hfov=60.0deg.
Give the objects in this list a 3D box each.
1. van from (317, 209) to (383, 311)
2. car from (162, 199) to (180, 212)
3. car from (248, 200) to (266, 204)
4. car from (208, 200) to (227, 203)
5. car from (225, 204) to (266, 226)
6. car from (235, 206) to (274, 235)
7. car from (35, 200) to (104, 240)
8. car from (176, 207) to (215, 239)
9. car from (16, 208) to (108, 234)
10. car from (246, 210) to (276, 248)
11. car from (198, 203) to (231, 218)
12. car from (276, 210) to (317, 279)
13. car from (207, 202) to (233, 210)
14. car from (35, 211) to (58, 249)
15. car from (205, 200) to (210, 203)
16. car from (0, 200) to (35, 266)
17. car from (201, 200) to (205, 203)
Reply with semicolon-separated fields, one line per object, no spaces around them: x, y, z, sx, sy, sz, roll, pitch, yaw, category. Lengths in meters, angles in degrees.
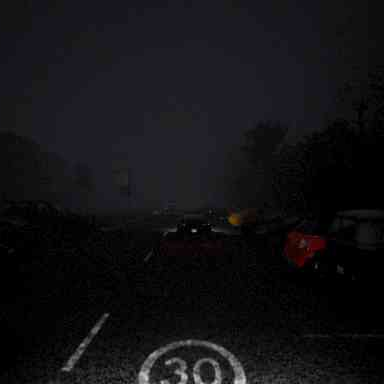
5.203;1.334;6.824;4.442;1.987;1.878;0;-1;0;van
-3.237;2.223;55.433;2.150;2.045;5.566;0;-1;1;car
13.978;2.630;74.351;5.008;1.535;1.882;-1;-4;-1;car
5.155;2.449;52.002;4.674;1.452;2.002;0;-1;0;car
5.102;1.813;23.523;5.008;1.535;2.097;0;-1;0;car
5.104;1.715;17.956;5.008;1.535;2.097;0;-1;0;car
-7.953;1.465;17.985;5.566;2.045;2.435;0;-1;0;car
0.116;1.776;18.827;1.812;1.442;4.674;0;-1;0;car
-7.983;1.765;20.782;4.892;1.521;2.231;0;-1;0;car
5.097;1.712;15.169;4.674;1.452;2.002;0;-1;0;car
2.220;2.129;34.821;1.994;1.385;4.181;-1;-2;35;car
5.057;1.470;9.603;4.553;1.767;2.185;0;-1;0;car
5.171;2.654;61.697;4.674;1.452;2.002;0;-1;0;car
-7.982;1.632;12.378;4.892;1.521;2.231;0;-1;0;car
5.169;2.475;55.150;5.008;1.535;2.097;0;-1;0;car
-7.963;1.344;9.576;5.566;2.045;2.435;0;-1;0;car
5.247;3.003;86.031;4.553;1.767;2.185;0;-1;0;car
